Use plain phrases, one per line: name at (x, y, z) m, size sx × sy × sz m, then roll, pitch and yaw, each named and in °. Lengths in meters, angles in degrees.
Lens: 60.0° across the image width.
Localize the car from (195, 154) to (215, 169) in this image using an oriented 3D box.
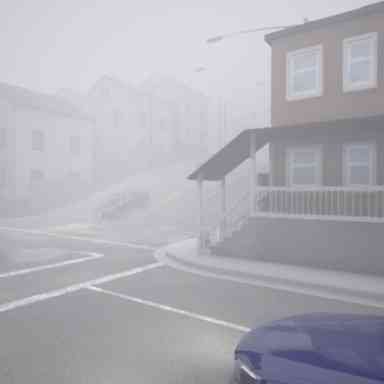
car at (2.189, -3.328, 36.203) m, size 1.895 × 1.301 × 4.718 m, roll 0°, pitch 14°, yaw 35°

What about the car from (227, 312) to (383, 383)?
car at (2.474, 1.529, 2.199) m, size 4.674 × 1.442 × 1.812 m, roll 0°, pitch 0°, yaw 36°

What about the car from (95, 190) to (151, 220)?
car at (-5.258, 0.829, 25.399) m, size 2.128 × 1.511 × 4.902 m, roll 0°, pitch 15°, yaw 35°
